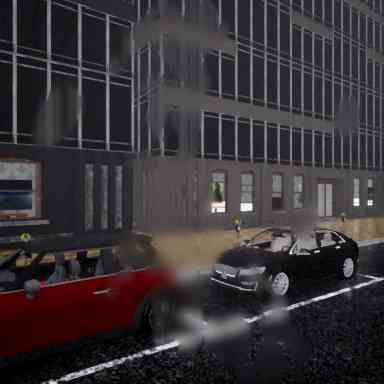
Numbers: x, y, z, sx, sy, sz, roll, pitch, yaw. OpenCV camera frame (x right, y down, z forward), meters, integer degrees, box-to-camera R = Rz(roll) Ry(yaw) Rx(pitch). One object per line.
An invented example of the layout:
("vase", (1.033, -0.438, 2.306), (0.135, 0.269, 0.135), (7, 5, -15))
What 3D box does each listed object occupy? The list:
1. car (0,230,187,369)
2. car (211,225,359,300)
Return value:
("car", (-2.177, 1.440, 5.008), (4.097, 1.590, 1.967), (0, 0, -36))
("car", (2.456, 1.550, 8.314), (4.403, 1.369, 2.008), (0, 0, -36))
